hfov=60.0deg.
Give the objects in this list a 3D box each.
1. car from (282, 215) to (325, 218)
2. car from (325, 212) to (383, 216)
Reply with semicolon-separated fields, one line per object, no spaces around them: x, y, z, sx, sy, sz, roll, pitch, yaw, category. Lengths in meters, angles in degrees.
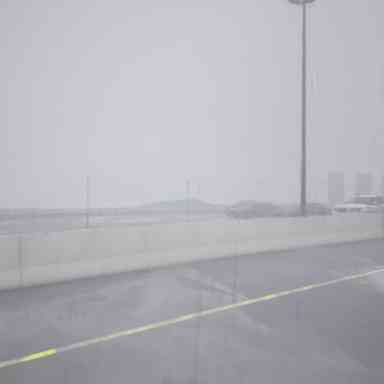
8.632;1.530;25.626;5.357;1.411;2.033;0;0;-29;car
12.515;1.220;23.721;5.566;2.045;2.150;0;0;-28;car
